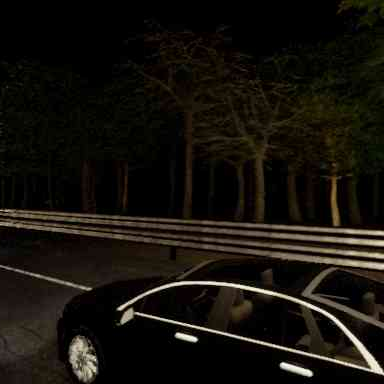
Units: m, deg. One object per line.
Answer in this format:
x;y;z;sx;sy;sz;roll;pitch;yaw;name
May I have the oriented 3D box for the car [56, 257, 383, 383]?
0.489;1.511;3.642;4.892;1.490;1.837;0;0;35;car
